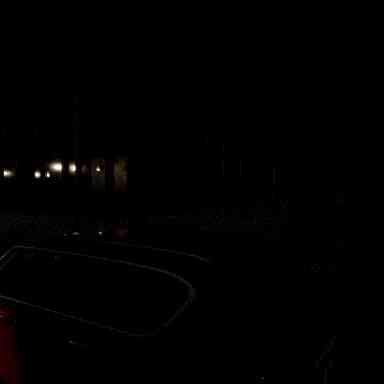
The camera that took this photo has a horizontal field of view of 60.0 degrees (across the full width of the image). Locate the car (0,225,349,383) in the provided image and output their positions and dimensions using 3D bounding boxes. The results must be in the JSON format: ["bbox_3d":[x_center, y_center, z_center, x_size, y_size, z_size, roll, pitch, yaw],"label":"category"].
[{"bbox_3d":[-1.002,1.315,3.681,5.009,1.841,2.192,0,0,35],"label":"car"}]
